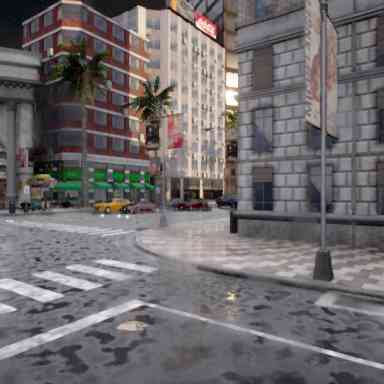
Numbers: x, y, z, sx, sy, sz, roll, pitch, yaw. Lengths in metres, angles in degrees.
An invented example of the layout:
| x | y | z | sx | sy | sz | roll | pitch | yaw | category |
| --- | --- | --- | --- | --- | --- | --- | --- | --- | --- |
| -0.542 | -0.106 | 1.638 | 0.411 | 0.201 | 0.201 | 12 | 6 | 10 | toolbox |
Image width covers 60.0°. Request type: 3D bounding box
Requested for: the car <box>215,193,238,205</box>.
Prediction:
| x | y | z | sx | sy | sz | roll | pitch | yaw | category |
| --- | --- | --- | --- | --- | --- | --- | --- | --- | --- |
| 6.329 | 1.218 | 55.174 | 5.566 | 2.045 | 2.150 | 0 | 0 | -42 | car |

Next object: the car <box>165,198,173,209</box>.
| x | y | z | sx | sy | sz | roll | pitch | yaw | category |
| --- | --- | --- | --- | --- | --- | --- | --- | --- | --- |
| -2.477 | 1.541 | 45.158 | 2.033 | 1.411 | 5.357 | 0 | 0 | 37 | car |

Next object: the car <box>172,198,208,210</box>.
| x | y | z | sx | sy | sz | roll | pitch | yaw | category |
| --- | --- | --- | --- | --- | --- | --- | --- | --- | --- |
| 0.061 | 1.595 | 42.653 | 1.895 | 1.301 | 4.718 | 0 | 0 | 37 | car |

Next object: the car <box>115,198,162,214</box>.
| x | y | z | sx | sy | sz | roll | pitch | yaw | category |
| --- | --- | --- | --- | --- | --- | --- | --- | --- | --- |
| -5.585 | 1.558 | 34.991 | 1.994 | 1.385 | 4.181 | 0 | 0 | 36 | car |

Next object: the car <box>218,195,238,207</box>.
| x | y | z | sx | sy | sz | roll | pitch | yaw | category |
| --- | --- | --- | --- | --- | --- | --- | --- | --- | --- |
| 6.514 | 1.595 | 50.501 | 1.895 | 1.301 | 4.718 | 0 | 0 | 45 | car |

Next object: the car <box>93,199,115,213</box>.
| x | y | z | sx | sy | sz | roll | pitch | yaw | category |
| --- | --- | --- | --- | --- | --- | --- | --- | --- | --- |
| -8.609 | 1.471 | 36.790 | 1.882 | 1.535 | 5.008 | 0 | 0 | 36 | car |
